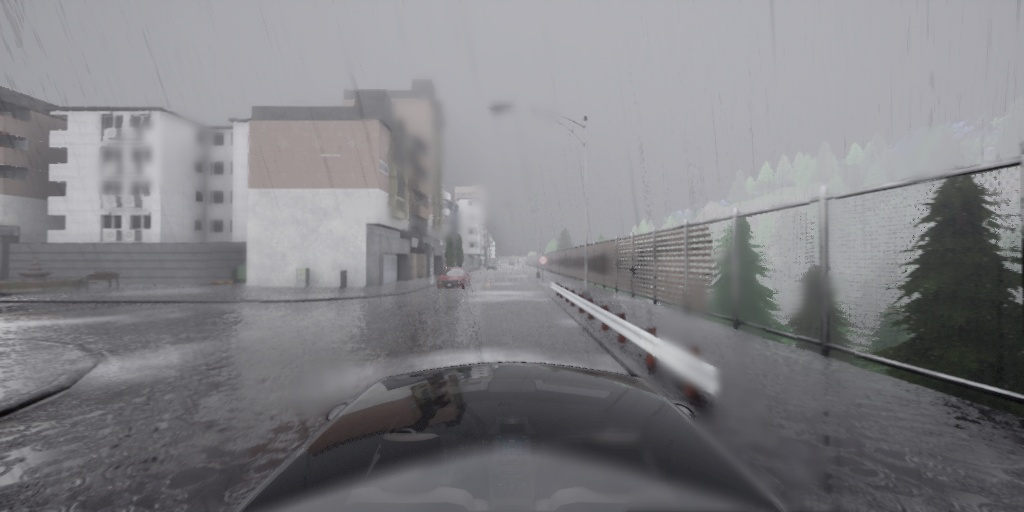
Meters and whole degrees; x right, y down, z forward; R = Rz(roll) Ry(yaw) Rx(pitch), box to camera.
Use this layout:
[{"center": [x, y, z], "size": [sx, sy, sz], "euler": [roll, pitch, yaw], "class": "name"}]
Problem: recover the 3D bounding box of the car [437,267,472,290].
[{"center": [-4.003, 1.555, 25.400], "size": [1.882, 1.535, 5.008], "euler": [0, 0, 0], "class": "car"}]
